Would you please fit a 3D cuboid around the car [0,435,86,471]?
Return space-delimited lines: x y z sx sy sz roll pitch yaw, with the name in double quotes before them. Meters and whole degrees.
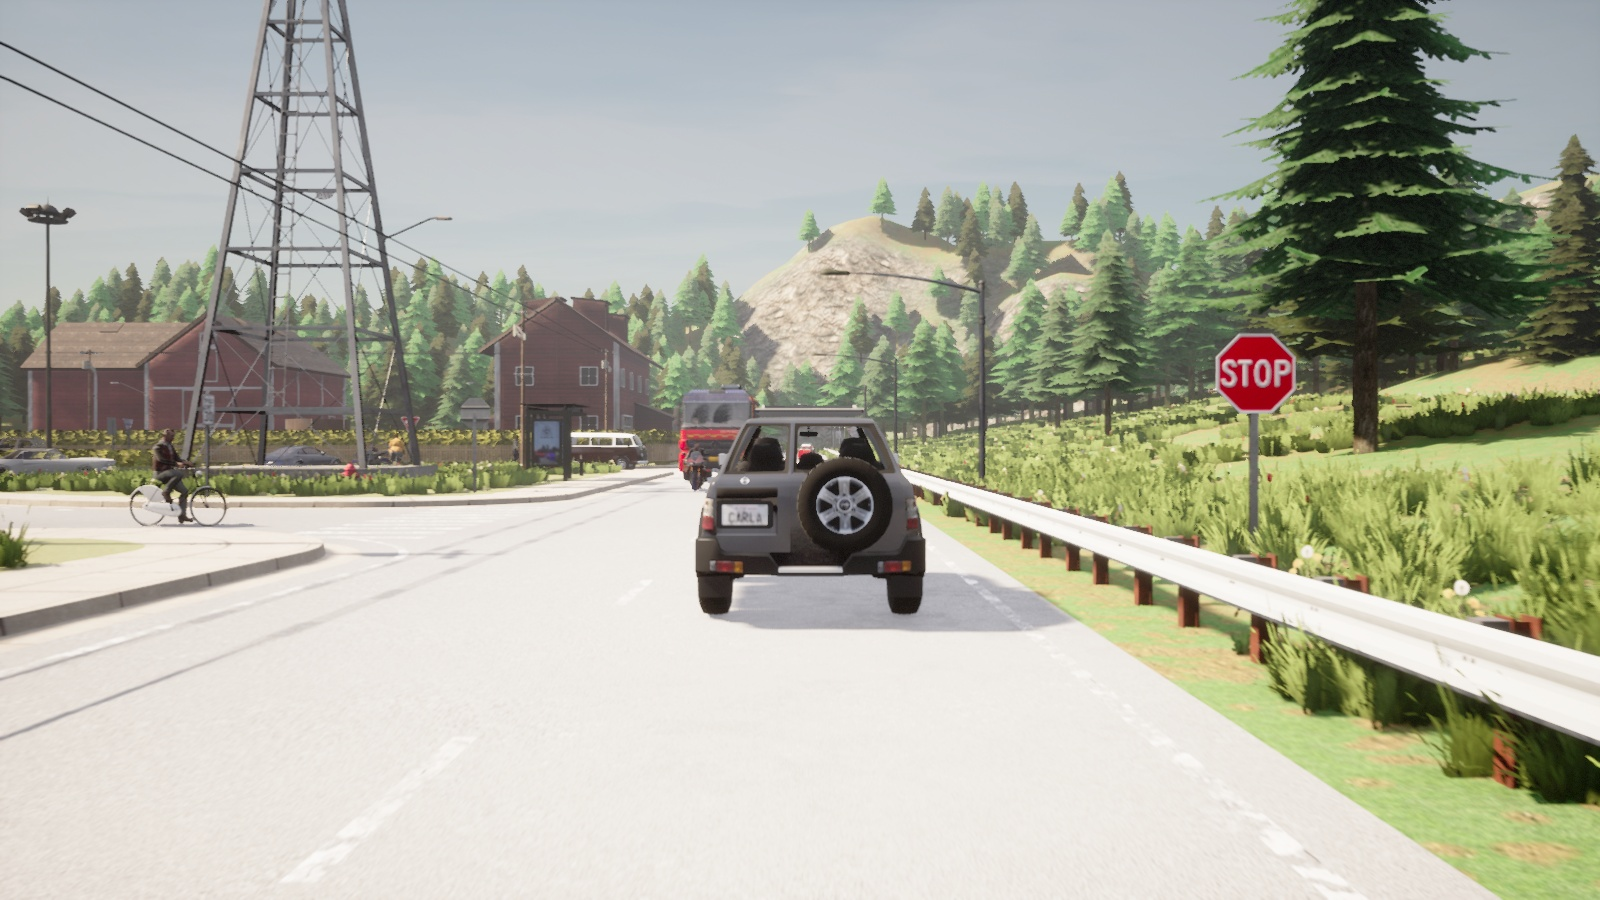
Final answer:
"car" -40.023 0.160 65.376 4.605 1.855 1.932 0 0 0

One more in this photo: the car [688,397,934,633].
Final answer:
"car" 0.087 0.495 12.173 1.932 1.855 4.605 0 0 0

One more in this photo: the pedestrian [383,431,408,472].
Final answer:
"pedestrian" -18.350 0.071 56.938 0.874 1.855 0.900 0 0 -4

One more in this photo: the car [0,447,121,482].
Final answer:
"car" -29.303 0.546 48.917 4.718 1.301 1.895 0 0 -15

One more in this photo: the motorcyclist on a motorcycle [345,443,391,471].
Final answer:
"motorcyclist on a motorcycle" -23.678 0.372 68.870 2.191 1.530 0.866 0 0 0

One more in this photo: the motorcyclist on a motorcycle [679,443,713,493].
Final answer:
"motorcyclist on a motorcycle" -3.258 0.554 39.579 0.866 1.530 2.191 0 0 0

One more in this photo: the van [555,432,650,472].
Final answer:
"van" -10.196 0.092 65.125 4.480 2.038 2.069 0 0 6

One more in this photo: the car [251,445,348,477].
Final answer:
"car" -22.576 0.470 56.837 1.994 1.385 4.181 0 0 15

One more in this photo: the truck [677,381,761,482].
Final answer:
"truck" -3.188 -0.714 51.685 2.891 3.827 8.468 0 0 0

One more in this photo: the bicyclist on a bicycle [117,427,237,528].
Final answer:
"bicyclist on a bicycle" -11.077 0.481 22.353 1.843 1.776 0.659 0 0 6
